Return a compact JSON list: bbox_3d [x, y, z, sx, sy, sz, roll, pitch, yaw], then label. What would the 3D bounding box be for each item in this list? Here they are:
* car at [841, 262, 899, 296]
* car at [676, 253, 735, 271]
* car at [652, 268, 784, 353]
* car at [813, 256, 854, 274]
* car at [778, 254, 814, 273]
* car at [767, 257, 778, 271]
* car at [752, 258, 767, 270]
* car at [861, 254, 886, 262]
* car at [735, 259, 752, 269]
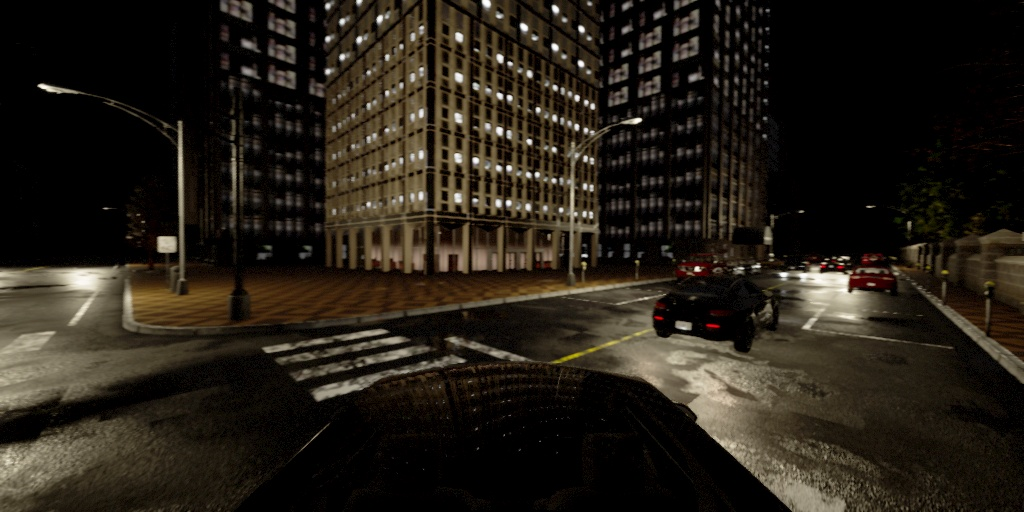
[{"bbox_3d":[18.186,1.160,18.155,4.507,1.381,1.888,0,0,-45],"label":"car"},{"bbox_3d":[12.645,0.753,23.755,5.009,1.841,2.192,0,0,-45],"label":"car"},{"bbox_3d":[5.046,1.200,8.742,4.674,1.442,1.812,-1,2,-45],"label":"car"},{"bbox_3d":[29.552,0.965,32.883,5.357,1.411,2.033,-1,2,-44],"label":"car"},{"bbox_3d":[28.138,0.853,35.448,4.892,1.490,1.837,-1,2,-45],"label":"car"},{"bbox_3d":[28.243,0.793,39.184,4.829,1.417,1.751,0,0,-45],"label":"car"},{"bbox_3d":[20.505,0.904,31.529,4.403,1.370,2.007,0,0,-45],"label":"car"},{"bbox_3d":[45.695,0.626,45.363,5.009,1.841,2.192,0,0,-45],"label":"car"},{"bbox_3d":[16.575,0.947,27.642,4.403,1.370,2.007,0,0,-45],"label":"car"}]
